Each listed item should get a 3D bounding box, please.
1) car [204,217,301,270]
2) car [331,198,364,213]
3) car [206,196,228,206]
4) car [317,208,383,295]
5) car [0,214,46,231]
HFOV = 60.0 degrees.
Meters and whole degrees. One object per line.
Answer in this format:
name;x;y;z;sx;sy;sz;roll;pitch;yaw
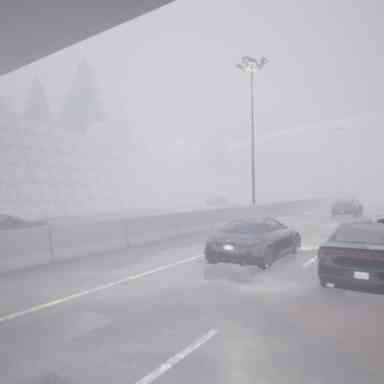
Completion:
car;2.126;1.503;10.989;1.994;1.385;4.181;-1;0;34
car;12.394;1.231;26.464;2.128;1.511;4.902;-1;0;34
car;3.947;1.351;51.891;1.837;1.490;4.892;-1;0;34
car;4.538;1.385;8.297;1.882;1.535;5.008;-1;0;34
car;-8.793;1.650;13.888;2.033;1.411;5.357;-1;0;33
